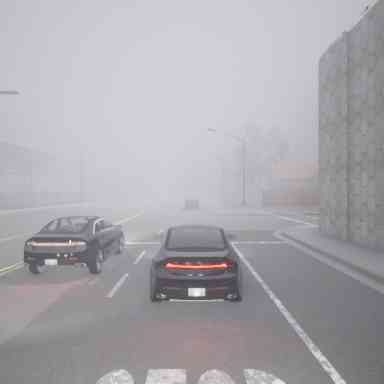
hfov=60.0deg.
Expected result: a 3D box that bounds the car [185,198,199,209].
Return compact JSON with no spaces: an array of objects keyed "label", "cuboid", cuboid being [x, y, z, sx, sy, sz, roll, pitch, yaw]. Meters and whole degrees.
[{"label":"car","cuboid":[-0.026,1.490,44.222,2.128,1.511,4.902,0,0,0]}]

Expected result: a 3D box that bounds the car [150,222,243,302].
[{"label":"car","cuboid":[0.078,1.505,8.241,1.837,1.490,4.892,0,0,0]}]

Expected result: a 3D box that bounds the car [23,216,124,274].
[{"label":"car","cuboid":[-3.430,1.491,10.509,2.128,1.511,4.902,0,0,0]}]
